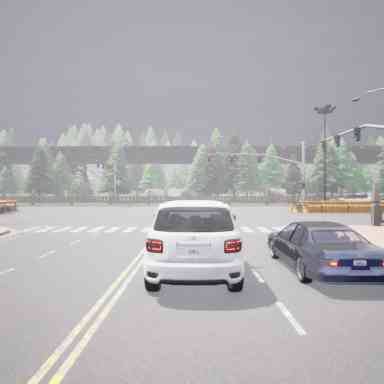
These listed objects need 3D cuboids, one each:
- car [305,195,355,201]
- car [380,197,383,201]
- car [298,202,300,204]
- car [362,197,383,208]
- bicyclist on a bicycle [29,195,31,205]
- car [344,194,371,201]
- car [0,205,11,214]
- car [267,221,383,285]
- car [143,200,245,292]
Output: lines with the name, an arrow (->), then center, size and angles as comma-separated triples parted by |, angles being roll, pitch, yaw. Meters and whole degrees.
car -> 16.671, 1.491, 40.779 | 4.902, 1.511, 2.128 | 0, 0, 0
car -> 26.174, 1.478, 40.734 | 5.008, 1.535, 1.882 | 0, 0, 0
car -> 17.827, 1.477, 47.774 | 5.008, 1.535, 1.882 | 0, 0, 0
car -> 27.319, 1.505, 47.727 | 4.892, 1.490, 1.837 | 0, 0, 0
bicyclist on a bicycle -> -27.018, 1.301, 55.805 | 0.582, 1.620, 1.656 | 0, 0, 0
car -> 21.113, 1.221, 44.256 | 5.566, 2.045, 2.150 | 0, 0, 0
car -> -21.452, 1.547, 33.791 | 5.357, 1.411, 2.033 | 0, 0, 0
car -> 3.576, 1.547, 9.550 | 2.033, 1.411, 5.357 | 0, 0, 0
car -> 0.067, 1.221, 9.061 | 2.150, 2.045, 5.566 | 0, 0, 1
